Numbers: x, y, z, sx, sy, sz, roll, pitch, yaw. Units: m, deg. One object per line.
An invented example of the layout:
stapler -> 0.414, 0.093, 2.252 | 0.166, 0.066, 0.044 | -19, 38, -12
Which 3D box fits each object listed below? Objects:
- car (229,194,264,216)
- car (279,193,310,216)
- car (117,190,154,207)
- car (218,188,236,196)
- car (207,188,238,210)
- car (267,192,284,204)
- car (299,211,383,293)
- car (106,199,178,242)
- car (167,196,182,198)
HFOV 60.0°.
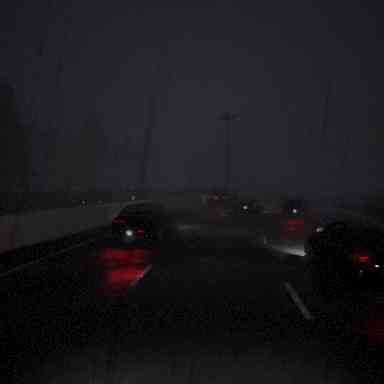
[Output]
car -> 4.513, 1.079, 26.321 | 1.994, 1.385, 4.181 | 0, 1, 17
car -> 7.957, 1.038, 25.659 | 1.837, 1.490, 4.892 | 0, 1, 18
car -> -6.358, 0.630, 37.988 | 2.097, 1.767, 4.553 | 1, 1, 23
car -> 7.497, -0.009, 71.227 | 2.097, 1.767, 4.553 | 1, 1, 30
car -> 3.193, 0.605, 33.230 | 2.150, 2.045, 5.566 | 0, 1, 21
car -> 10.621, 0.743, 41.061 | 2.128, 1.511, 4.902 | 1, 1, 27
car -> 4.258, 1.411, 8.446 | 1.994, 1.385, 4.181 | 0, 1, 6
car -> -1.906, 1.225, 14.679 | 1.837, 1.490, 4.892 | 0, 1, 9
car -> -2.190, 0.759, 38.958 | 2.128, 1.511, 4.902 | 0, 1, 23
